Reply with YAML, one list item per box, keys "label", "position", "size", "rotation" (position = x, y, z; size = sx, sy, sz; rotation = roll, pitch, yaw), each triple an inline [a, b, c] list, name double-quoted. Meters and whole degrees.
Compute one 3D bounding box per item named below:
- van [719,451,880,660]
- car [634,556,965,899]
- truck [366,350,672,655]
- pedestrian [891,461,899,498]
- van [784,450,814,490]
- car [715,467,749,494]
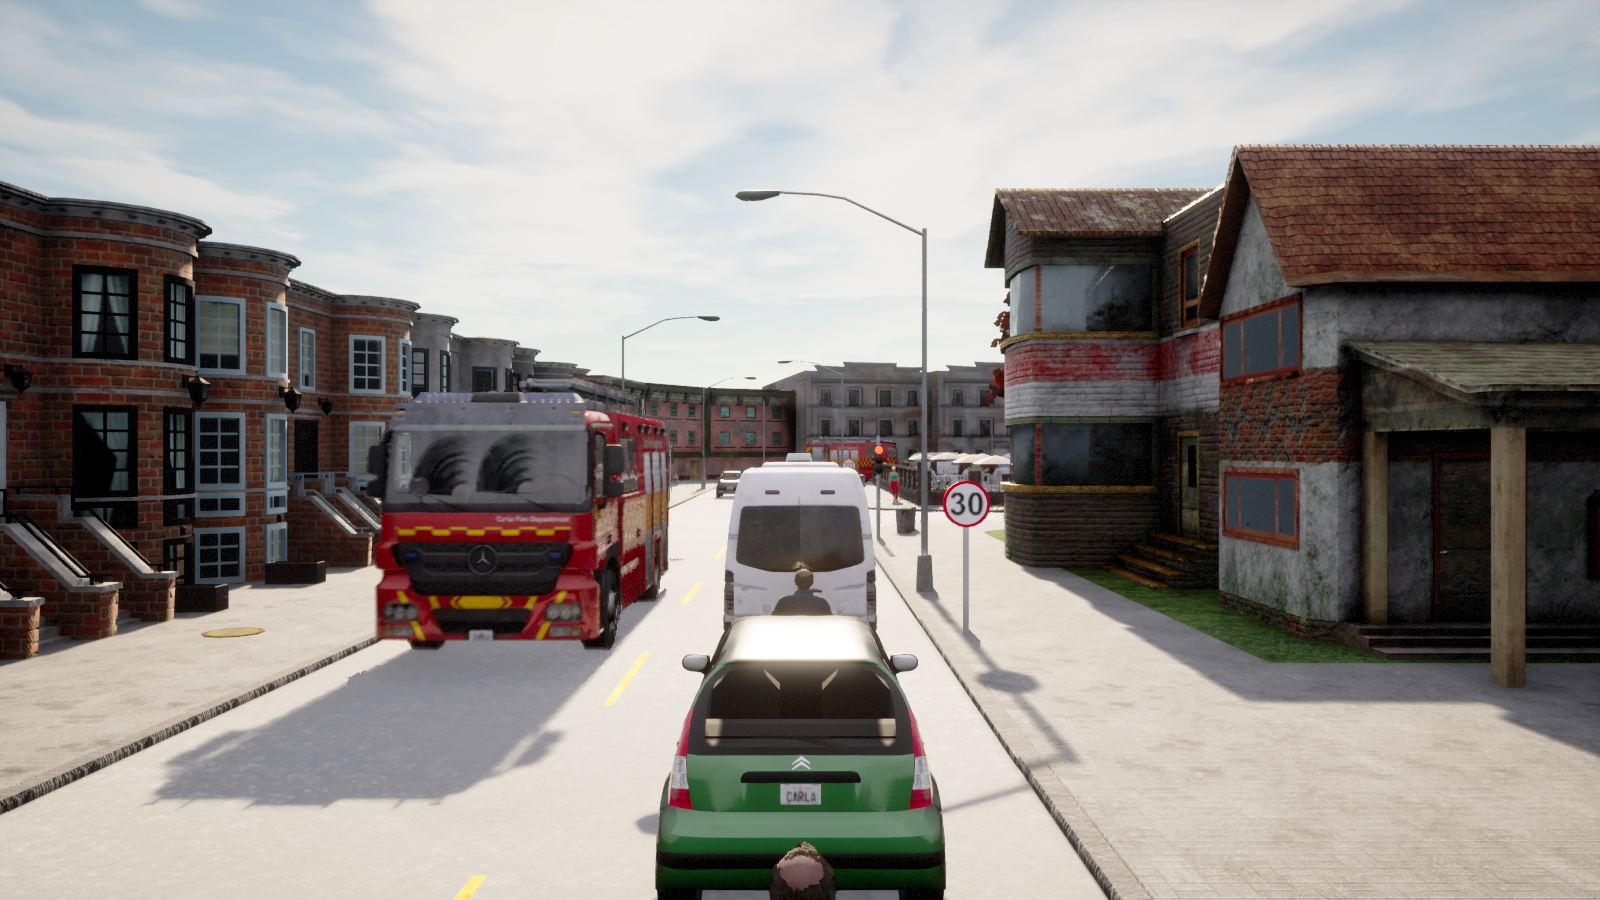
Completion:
- label: "van"
  position: [-0.006, 1.308, 17.043]
  size: [1.988, 2.561, 5.915]
  rotation: [0, 0, 0]
- label: "car"
  position: [-0.003, 1.776, 8.384]
  size: [1.851, 1.617, 3.988]
  rotation: [0, 0, 0]
- label: "truck"
  position: [-4.004, 0.663, 18.593]
  size: [2.891, 3.827, 8.468]
  rotation: [0, 0, 0]
- label: "pedestrian"
  position: [4.767, 1.494, 57.476]
  size: [0.375, 1.860, 0.375]
  rotation: [0, 0, 0]
- label: "van"
  position: [-0.059, 1.286, 76.777]
  size: [1.988, 2.561, 5.915]
  rotation: [0, 0, 0]
- label: "car"
  position: [-4.014, 1.781, 67.520]
  size: [1.789, 1.549, 3.705]
  rotation: [0, 0, 0]
